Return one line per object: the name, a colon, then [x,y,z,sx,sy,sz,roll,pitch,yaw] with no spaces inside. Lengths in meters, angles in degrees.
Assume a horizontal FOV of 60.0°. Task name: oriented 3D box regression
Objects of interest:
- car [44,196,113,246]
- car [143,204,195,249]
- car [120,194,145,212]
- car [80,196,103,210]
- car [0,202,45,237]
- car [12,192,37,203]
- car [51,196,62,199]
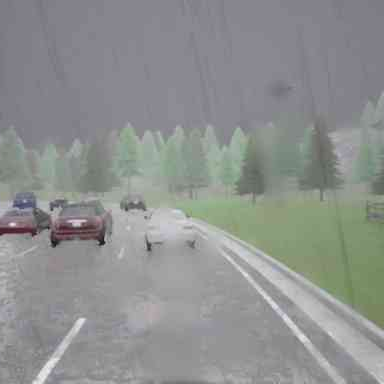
car: [-4.756,1.240,14.900,2.097,1.767,4.553,-1,1,-9]
car: [-1.013,1.391,13.760,1.812,1.442,4.674,0,0,-8]
car: [-6.205,1.051,34.494,2.097,1.767,4.553,-1,1,-20]
car: [-11.630,1.233,38.395,1.812,1.442,4.674,0,0,-26]
car: [-8.701,1.461,17.439,1.994,1.385,4.181,-1,1,-11]
car: [-17.910,1.013,35.610,2.150,2.045,5.566,0,0,-27]
car: [-15.039,1.250,37.389,1.837,1.490,4.892,0,-1,-27]
